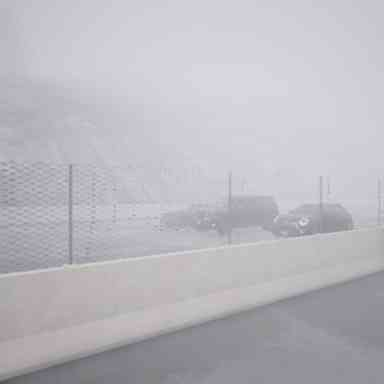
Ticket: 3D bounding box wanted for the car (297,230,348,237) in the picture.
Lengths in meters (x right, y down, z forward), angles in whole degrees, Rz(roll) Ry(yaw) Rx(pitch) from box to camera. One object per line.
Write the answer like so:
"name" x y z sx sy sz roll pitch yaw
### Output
"car" 6.211 1.353 17.023 4.553 1.767 2.097 0 0 -36
